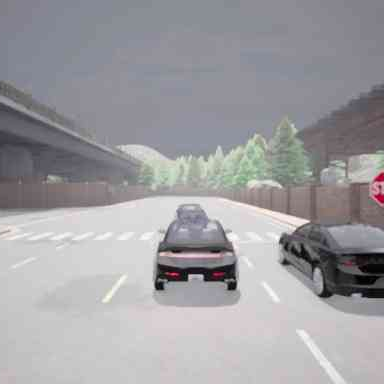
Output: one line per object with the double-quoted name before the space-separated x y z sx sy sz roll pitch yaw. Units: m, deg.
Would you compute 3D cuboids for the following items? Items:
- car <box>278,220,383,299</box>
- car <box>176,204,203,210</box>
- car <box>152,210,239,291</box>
"car" 3.589 1.431 8.419 1.882 1.535 5.008 0 0 0
"car" -0.172 1.443 21.143 2.033 1.411 5.357 0 0 -6
"car" 0.088 1.446 8.856 2.128 1.511 4.902 0 0 0
